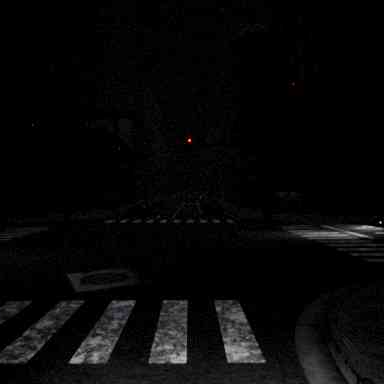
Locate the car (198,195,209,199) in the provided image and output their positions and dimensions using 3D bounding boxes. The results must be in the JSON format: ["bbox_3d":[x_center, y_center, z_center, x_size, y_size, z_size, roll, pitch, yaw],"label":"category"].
[{"bbox_3d":[2.349,1.629,52.710,1.947,1.339,4.313,0,0,0],"label":"car"}]

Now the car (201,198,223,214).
[{"bbox_3d":[2.331,1.601,36.177,1.947,1.339,4.313,0,0,0],"label":"car"}]

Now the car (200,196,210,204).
[{"bbox_3d":[2.343,1.635,47.200,1.802,1.307,4.206,0,0,0],"label":"car"}]

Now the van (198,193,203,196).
[{"bbox_3d":[2.355,1.416,58.221,1.690,1.788,3.998,0,0,0],"label":"van"}]

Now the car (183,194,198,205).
[{"bbox_3d":[-0.277,1.592,63.326,1.837,1.490,4.892,0,0,0],"label":"car"}]

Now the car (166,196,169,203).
[{"bbox_3d":[-5.670,1.626,58.229,2.008,1.369,4.403,0,0,0],"label":"car"}]

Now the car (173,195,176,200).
[{"bbox_3d":[-5.646,1.683,80.272,2.008,1.369,4.403,0,0,0],"label":"car"}]

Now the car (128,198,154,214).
[{"bbox_3d":[-5.694,1.475,36.186,1.967,1.590,4.097,0,0,0],"label":"car"}]

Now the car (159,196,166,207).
[{"bbox_3d":[-5.676,1.645,52.718,1.802,1.307,4.206,0,0,0],"label":"car"}]

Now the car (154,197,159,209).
[{"bbox_3d":[-5.688,1.484,41.697,1.967,1.590,4.097,0,0,0],"label":"car"}]

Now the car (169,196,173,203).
[{"bbox_3d":[-5.658,1.542,69.251,1.967,1.590,4.097,0,0,0],"label":"car"}]

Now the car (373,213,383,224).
[{"bbox_3d":[14.349,1.492,20.716,5.357,1.411,2.033,0,0,-2],"label":"car"}]

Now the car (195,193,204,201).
[{"bbox_3d":[2.022,1.388,90.177,2.150,2.045,5.566,0,0,0],"label":"car"}]

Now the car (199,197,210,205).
[{"bbox_3d":[2.361,1.639,63.731,2.008,1.369,4.403,0,0,0],"label":"car"}]
